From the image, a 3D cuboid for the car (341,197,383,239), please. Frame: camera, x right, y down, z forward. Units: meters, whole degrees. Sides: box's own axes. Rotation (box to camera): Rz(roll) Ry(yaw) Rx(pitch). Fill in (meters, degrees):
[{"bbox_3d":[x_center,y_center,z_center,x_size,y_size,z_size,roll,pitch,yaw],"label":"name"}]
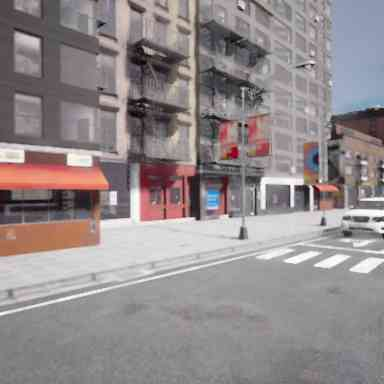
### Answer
[{"bbox_3d":[10.098,1.316,18.105,2.150,2.045,5.566,0,-1,44],"label":"car"}]
